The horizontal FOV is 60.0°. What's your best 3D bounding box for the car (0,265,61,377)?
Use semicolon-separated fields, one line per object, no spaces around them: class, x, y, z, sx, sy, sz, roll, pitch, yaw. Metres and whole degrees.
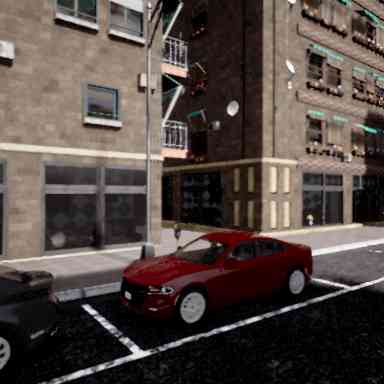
car;-3.863;1.549;3.801;4.403;1.369;2.008;0;0;-36

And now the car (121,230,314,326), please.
car;0.724;1.554;7.075;4.507;1.381;1.887;0;0;-36
